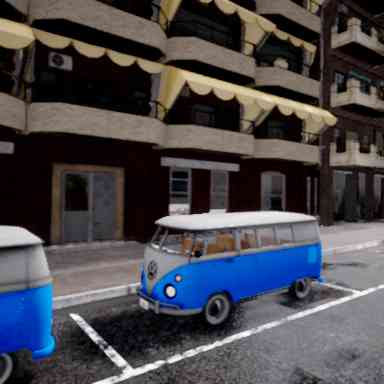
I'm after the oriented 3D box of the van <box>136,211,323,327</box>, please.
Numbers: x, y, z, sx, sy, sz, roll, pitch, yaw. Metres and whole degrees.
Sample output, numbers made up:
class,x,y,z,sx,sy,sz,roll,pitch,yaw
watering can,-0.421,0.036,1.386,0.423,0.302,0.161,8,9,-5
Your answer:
class,x,y,z,sx,sy,sz,roll,pitch,yaw
van,0.925,1.327,6.730,3.998,1.788,1.690,0,2,-35

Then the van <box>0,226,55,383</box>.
class,x,y,z,sx,sy,sz,roll,pitch,yaw
van,-3.578,1.345,3.518,3.998,1.788,1.690,0,2,-35
